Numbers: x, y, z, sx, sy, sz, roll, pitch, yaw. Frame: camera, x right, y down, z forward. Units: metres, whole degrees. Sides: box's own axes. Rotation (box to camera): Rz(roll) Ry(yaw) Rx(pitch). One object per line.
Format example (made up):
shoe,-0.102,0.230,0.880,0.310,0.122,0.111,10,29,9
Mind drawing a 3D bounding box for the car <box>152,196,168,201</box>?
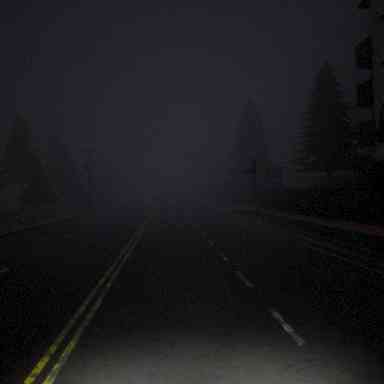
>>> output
car,-8.320,1.681,87.559,4.181,1.385,1.994,-2,0,-6
